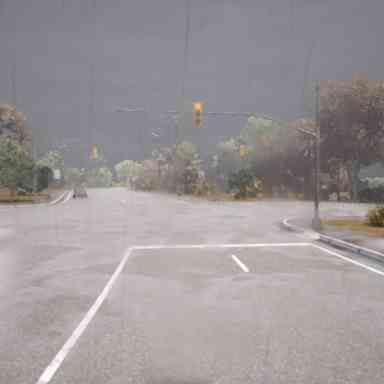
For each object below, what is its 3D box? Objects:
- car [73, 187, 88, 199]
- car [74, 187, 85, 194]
[{"bbox_3d":[-16.524,0.236,49.204,1.994,1.385,4.181,-1,2,-19],"label":"car"},{"bbox_3d":[-23.705,-0.381,70.086,1.994,1.385,4.181,-1,2,-19],"label":"car"}]
